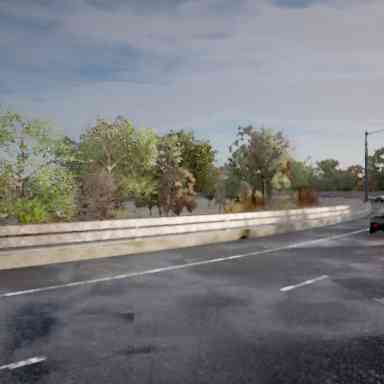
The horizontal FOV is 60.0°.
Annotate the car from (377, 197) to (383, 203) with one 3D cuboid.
[{"bbox_3d":[42.536,1.795,74.614,1.837,1.490,4.892,0,0,7],"label":"car"}]

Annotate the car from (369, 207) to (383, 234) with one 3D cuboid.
[{"bbox_3d":[11.788,1.620,19.265,1.837,1.490,4.892,0,0,43],"label":"car"}]

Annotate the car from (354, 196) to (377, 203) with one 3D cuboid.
[{"bbox_3d":[39.075,1.650,75.127,2.097,1.767,4.553,0,0,7],"label":"car"}]
